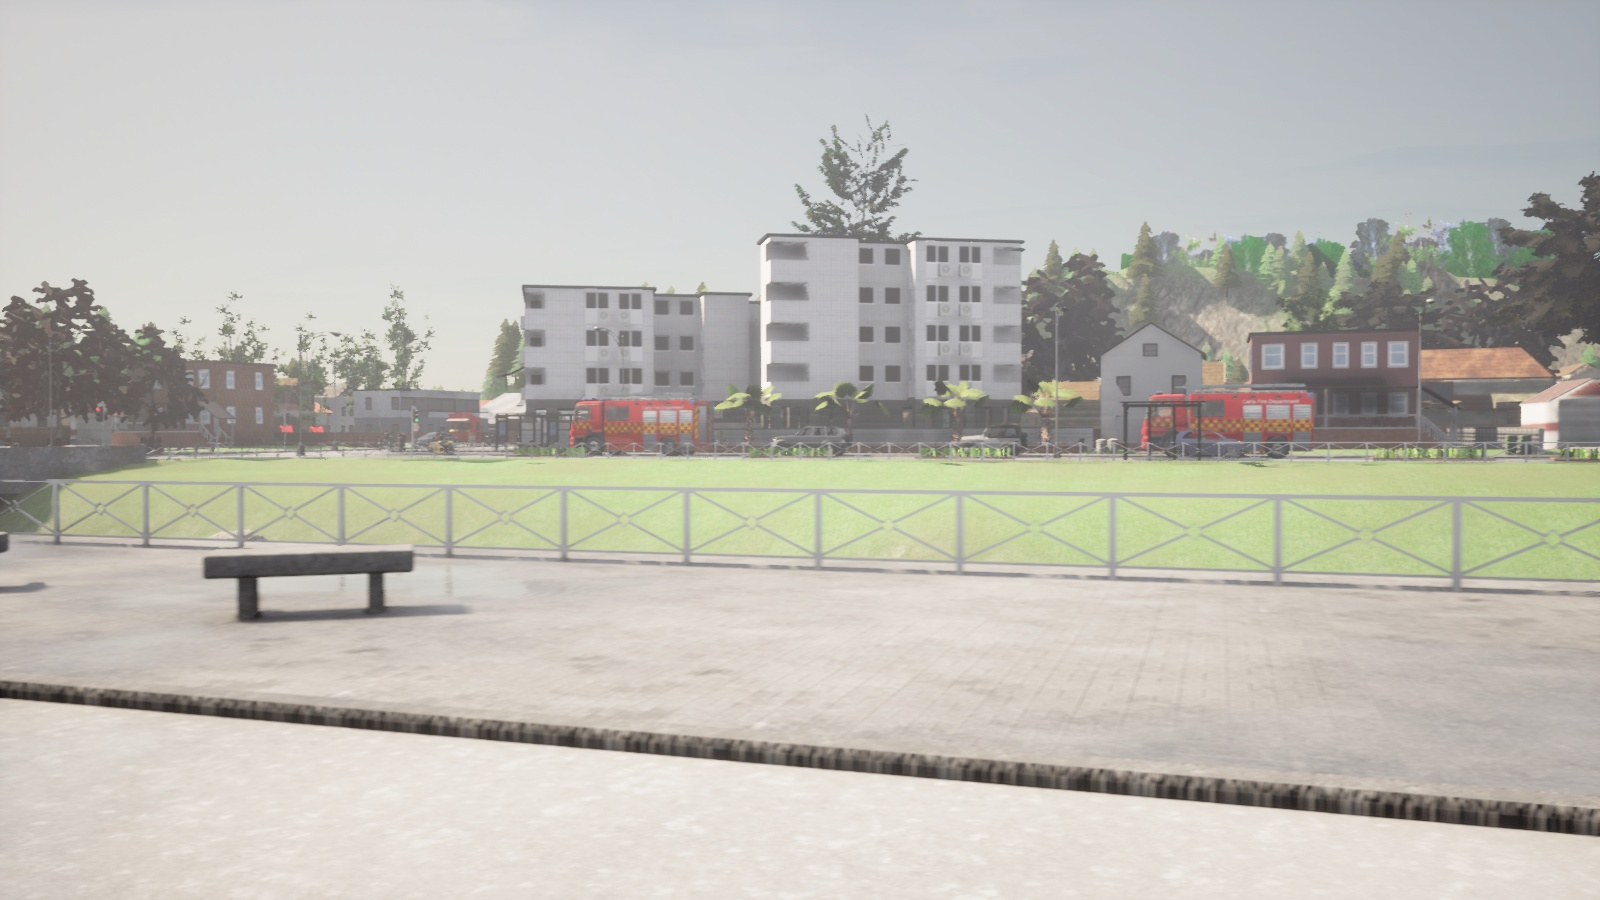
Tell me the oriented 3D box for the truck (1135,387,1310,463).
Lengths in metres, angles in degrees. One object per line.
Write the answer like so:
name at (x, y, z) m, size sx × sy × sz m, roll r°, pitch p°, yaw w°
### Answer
truck at (21.991, -1.306, 65.624) m, size 8.468 × 3.827 × 2.891 m, roll 1°, pitch 1°, yaw 19°

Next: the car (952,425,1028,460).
car at (10.507, -0.450, 69.502) m, size 3.866 × 1.878 × 1.905 m, roll 1°, pitch 1°, yaw 19°

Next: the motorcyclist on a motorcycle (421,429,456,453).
motorcyclist on a motorcycle at (-23.294, -0.574, 80.887) m, size 2.044 × 1.523 × 0.797 m, roll 1°, pitch 1°, yaw 19°

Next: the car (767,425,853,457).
car at (0.585, -0.524, 72.847) m, size 4.605 × 1.855 × 1.932 m, roll 0°, pitch 1°, yaw 18°

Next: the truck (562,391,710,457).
truck at (-9.981, -1.598, 76.370) m, size 8.468 × 3.827 × 2.891 m, roll 1°, pitch 1°, yaw 20°

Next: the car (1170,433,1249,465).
car at (20.209, -0.077, 62.020) m, size 3.633 × 1.501 × 1.845 m, roll 1°, pitch 1°, yaw 19°
